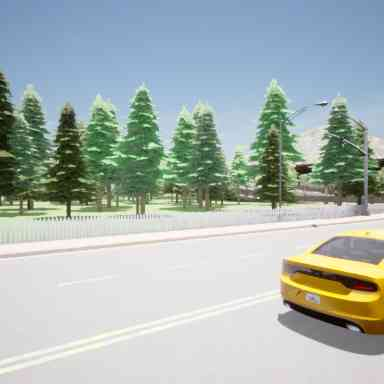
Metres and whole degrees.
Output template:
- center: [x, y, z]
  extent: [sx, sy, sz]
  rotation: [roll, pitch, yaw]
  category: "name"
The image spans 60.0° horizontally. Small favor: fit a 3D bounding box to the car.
- center: [3.878, 1.478, 6.519]
  extent: [5.008, 1.535, 1.882]
  rotation: [0, 0, -35]
  category: "car"
